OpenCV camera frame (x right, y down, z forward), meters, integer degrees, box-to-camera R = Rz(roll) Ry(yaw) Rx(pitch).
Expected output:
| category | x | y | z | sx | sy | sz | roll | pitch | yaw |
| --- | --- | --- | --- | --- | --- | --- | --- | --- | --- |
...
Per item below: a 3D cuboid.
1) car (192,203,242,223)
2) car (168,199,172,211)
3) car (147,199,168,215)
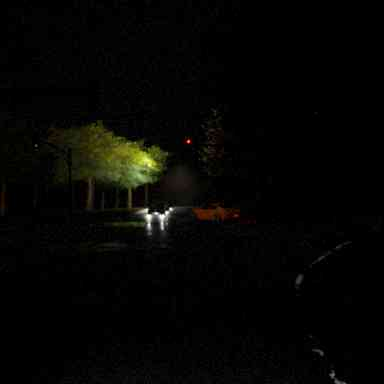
| category | x | y | z | sx | sy | sz | roll | pitch | yaw |
| --- | --- | --- | --- | --- | --- | --- | --- | --- | --- |
| car | 1.918 | 1.659 | 27.292 | 1.882 | 1.535 | 5.008 | -1 | 0 | -36 |
| car | -4.432 | 2.094 | 49.912 | 1.812 | 1.442 | 4.674 | 0 | -1 | -1 |
| car | -4.205 | 1.904 | 40.156 | 1.837 | 1.490 | 4.892 | 0 | -1 | -1 |
